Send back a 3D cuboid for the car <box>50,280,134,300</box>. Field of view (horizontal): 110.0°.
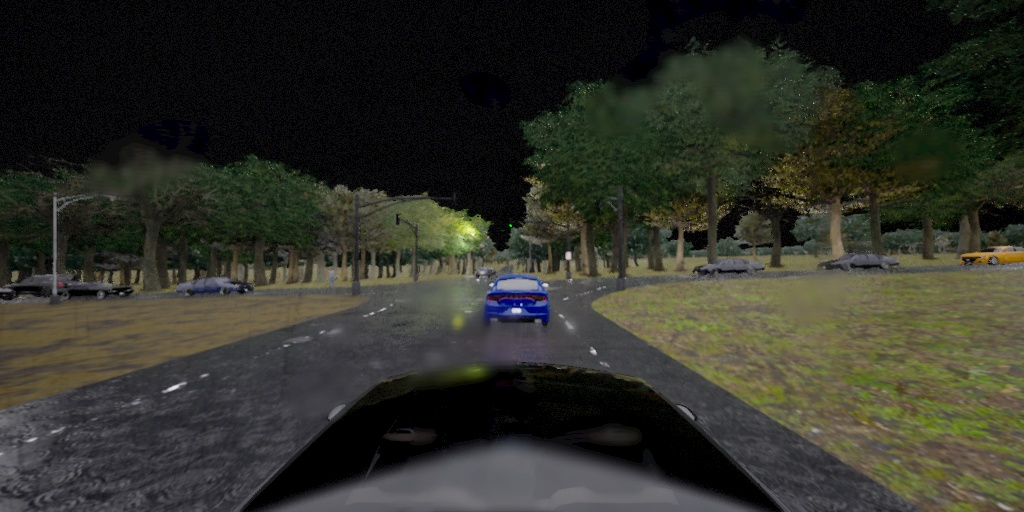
[{"bbox_3d":[-33.463,2.774,28.851,4.718,1.301,1.895,-2,-1,2],"label":"car"}]

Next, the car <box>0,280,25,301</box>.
[{"bbox_3d":[-43.629,3.013,29.295,4.892,1.490,1.837,-2,-1,3],"label":"car"}]

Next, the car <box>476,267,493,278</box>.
[{"bbox_3d":[-4.065,2.295,51.019,2.128,1.511,4.902,0,-2,-1],"label":"car"}]

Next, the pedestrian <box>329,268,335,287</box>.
[{"bbox_3d":[-18.002,2.105,35.811,0.375,1.860,0.375,0,1,2],"label":"pedestrian"}]

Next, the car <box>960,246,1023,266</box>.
[{"bbox_3d":[40.228,-0.030,29.596,5.008,1.535,1.882,-2,-1,2],"label":"car"}]

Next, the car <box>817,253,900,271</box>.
[{"bbox_3d":[28.973,0.475,30.046,5.357,1.411,2.033,-2,-1,3],"label":"car"}]

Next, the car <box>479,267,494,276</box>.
[{"bbox_3d":[-4.226,2.580,60.402,2.128,1.511,4.902,0,-2,-1],"label":"car"}]

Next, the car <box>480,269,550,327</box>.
[{"bbox_3d":[0.230,1.366,12.187,1.882,1.535,5.008,0,-1,2],"label":"car"}]

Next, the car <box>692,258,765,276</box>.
[{"bbox_3d":[18.333,0.899,30.464,5.357,1.411,2.033,-2,-1,2],"label":"car"}]

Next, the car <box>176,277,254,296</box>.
[{"bbox_3d":[-23.540,2.380,28.460,5.357,1.411,2.033,-2,-1,6],"label":"car"}]

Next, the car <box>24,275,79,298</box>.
[{"bbox_3d":[-43.043,2.795,32.968,5.566,2.045,2.150,-2,-1,2],"label":"car"}]
